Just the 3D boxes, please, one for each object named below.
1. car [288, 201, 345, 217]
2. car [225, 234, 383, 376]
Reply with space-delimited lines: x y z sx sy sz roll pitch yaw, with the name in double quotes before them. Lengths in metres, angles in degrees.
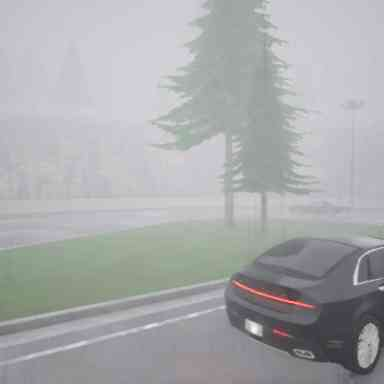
"car" 11.218 1.488 30.221 4.718 1.301 1.895 0 0 32
"car" 2.764 1.482 5.571 4.892 1.490 1.837 1 0 -35
